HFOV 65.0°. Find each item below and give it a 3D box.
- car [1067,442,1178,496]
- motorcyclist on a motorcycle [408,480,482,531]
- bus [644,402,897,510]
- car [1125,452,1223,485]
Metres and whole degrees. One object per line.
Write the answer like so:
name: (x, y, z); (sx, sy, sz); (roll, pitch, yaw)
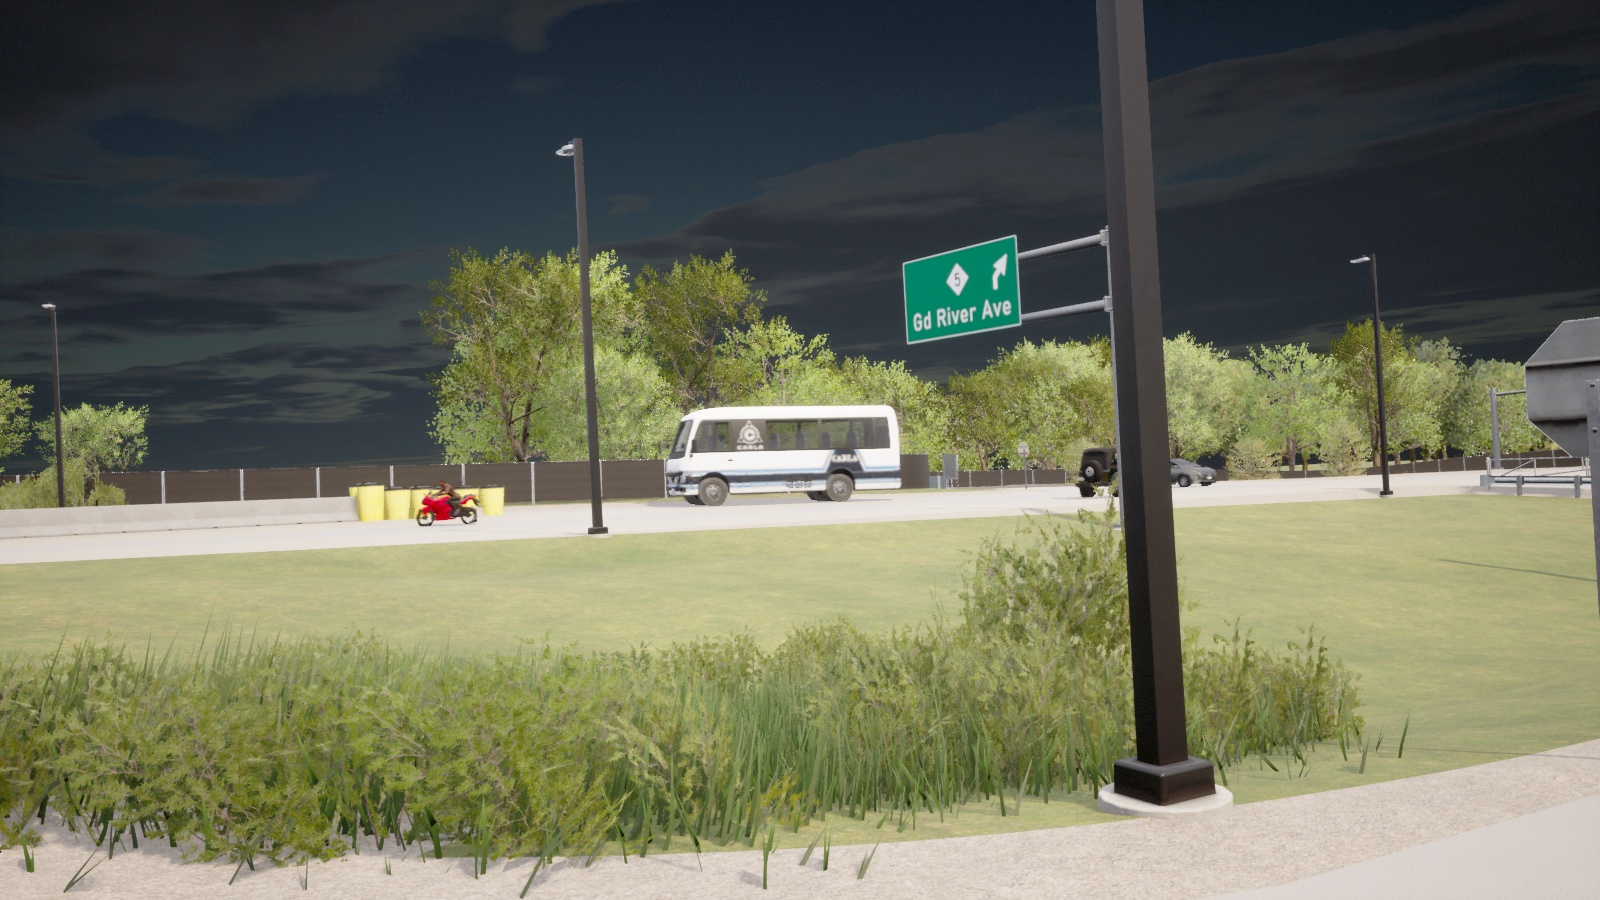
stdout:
car: (12.238, 0.725, 47.625); (3.866, 1.878, 1.905); (-2, -2, -35)
motorcyclist on a motorcycle: (-11.262, 1.751, 39.859); (2.044, 1.523, 0.797); (-2, -2, -35)
bus: (-1.337, 0.255, 55.012); (10.273, 4.253, 3.944); (-2, -1, -18)
car: (19.179, 0.980, 64.553); (2.007, 1.525, 4.514); (-2, -1, -35)
